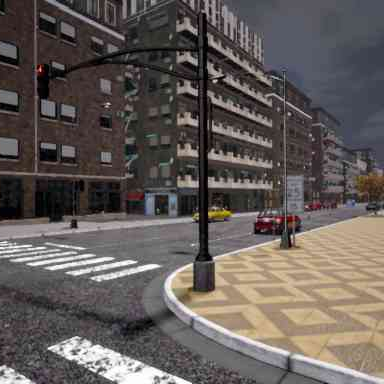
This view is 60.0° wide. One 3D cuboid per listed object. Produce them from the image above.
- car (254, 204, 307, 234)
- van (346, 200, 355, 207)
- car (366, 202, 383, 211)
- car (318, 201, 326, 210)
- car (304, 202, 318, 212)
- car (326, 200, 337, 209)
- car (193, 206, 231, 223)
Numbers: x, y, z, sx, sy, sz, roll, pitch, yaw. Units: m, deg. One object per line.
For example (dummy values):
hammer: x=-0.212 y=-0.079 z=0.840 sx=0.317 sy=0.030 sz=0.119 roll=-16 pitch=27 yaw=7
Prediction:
car: x=5.538 y=1.751 z=21.252 sx=1.967 sy=1.590 sz=4.097 roll=-2 pitch=-2 yaw=35
van: x=41.060 y=2.883 z=86.070 sx=1.690 sy=1.788 sz=3.998 roll=-2 pitch=-2 yaw=35
car: x=31.603 y=2.584 z=58.171 sx=1.947 sy=1.339 sz=4.313 roll=-2 pitch=-2 yaw=35
car: x=21.551 y=2.555 z=58.347 sx=1.887 sy=1.381 sz=4.507 roll=-2 pitch=-2 yaw=35
car: x=18.291 y=2.362 z=53.735 sx=1.967 sy=1.590 sz=4.097 roll=-2 pitch=-2 yaw=35
car: x=28.064 y=2.502 z=67.584 sx=2.192 sy=1.841 sz=5.009 roll=-2 pitch=-2 yaw=35
car: x=1.905 y=2.002 z=30.517 sx=1.752 sy=1.417 sz=4.829 roll=-2 pitch=-2 yaw=35
